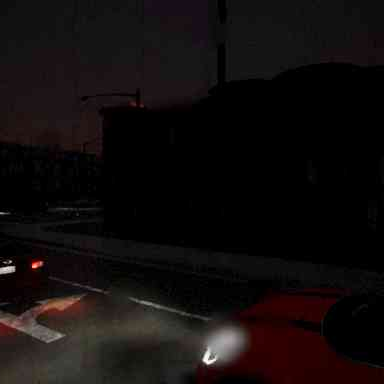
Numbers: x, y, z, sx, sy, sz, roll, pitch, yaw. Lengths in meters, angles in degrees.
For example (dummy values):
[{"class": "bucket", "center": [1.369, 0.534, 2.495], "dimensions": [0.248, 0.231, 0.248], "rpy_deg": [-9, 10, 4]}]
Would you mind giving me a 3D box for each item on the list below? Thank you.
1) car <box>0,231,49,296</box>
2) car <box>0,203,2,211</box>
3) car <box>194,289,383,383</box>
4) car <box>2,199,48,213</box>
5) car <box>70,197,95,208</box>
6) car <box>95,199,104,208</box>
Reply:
[{"class": "car", "center": [-5.535, 1.546, 7.918], "dimensions": [5.357, 1.411, 2.033], "rpy_deg": [0, 0, 38]}, {"class": "car", "center": [-20.890, 1.542, 39.817], "dimensions": [2.033, 1.411, 5.357], "rpy_deg": [0, 0, 36]}, {"class": "car", "center": [2.214, 1.352, 2.417], "dimensions": [4.553, 1.767, 2.097], "rpy_deg": [0, 0, 36]}, {"class": "car", "center": [-18.377, 1.559, 37.307], "dimensions": [1.994, 1.385, 4.181], "rpy_deg": [0, 0, 36]}, {"class": "car", "center": [-15.149, 1.520, 47.800], "dimensions": [1.812, 1.442, 4.674], "rpy_deg": [0, 0, 36]}, {"class": "car", "center": [-10.978, 1.596, 47.629], "dimensions": [1.895, 1.301, 4.718], "rpy_deg": [0, 0, 36]}]
